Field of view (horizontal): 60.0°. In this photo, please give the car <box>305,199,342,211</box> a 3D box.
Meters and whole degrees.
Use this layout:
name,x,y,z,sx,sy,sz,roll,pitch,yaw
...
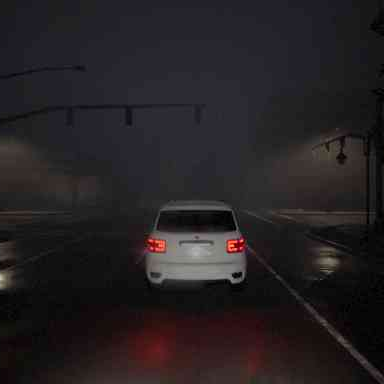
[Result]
name,x,y,z,sx,sy,sz,roll,pitch,yaw
car,16.225,1.564,41.091,4.181,1.385,1.994,0,0,0

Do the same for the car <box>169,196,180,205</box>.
name,x,y,z,sx,sy,sz,roll,pitch,yaw
car,-3.183,1.478,62.161,1.882,1.535,5.008,0,0,0

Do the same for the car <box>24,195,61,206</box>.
name,x,y,z,sx,sy,sz,roll,pitch,yaw
car,-23.303,1.295,51.024,4.611,1.667,2.242,0,0,1

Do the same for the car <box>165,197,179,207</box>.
name,x,y,z,sx,sy,sz,roll,pitch,yaw
car,-3.120,1.547,52.584,2.033,1.411,5.357,0,0,0

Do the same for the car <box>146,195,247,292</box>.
name,x,y,z,sx,sy,sz,roll,pitch,yaw
car,0.089,1.221,9.091,2.150,2.045,5.566,0,0,0

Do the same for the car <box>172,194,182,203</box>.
name,x,y,z,sx,sy,sz,roll,pitch,yaw
car,-3.202,1.355,72.164,2.097,1.767,4.553,0,0,0

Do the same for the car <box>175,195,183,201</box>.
name,x,y,z,sx,sy,sz,roll,pitch,yaw
car,-3.314,1.525,85.845,2.033,1.411,5.357,0,0,0

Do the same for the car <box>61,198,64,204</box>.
name,x,y,z,sx,sy,sz,roll,pitch,yaw
car,-24.018,1.456,56.775,3.806,1.475,1.970,0,0,1
